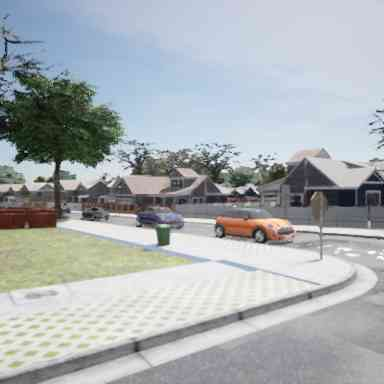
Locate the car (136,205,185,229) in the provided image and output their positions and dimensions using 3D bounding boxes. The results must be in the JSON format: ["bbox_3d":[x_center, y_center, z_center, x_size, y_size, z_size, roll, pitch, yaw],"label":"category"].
[{"bbox_3d":[-2.524,1.940,25.897,2.097,1.767,4.553,0,-1,-36],"label":"car"}]

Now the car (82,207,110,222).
[{"bbox_3d":[-10.730,2.436,36.887,1.837,1.490,4.892,0,-2,-37],"label":"car"}]

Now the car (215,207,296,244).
[{"bbox_3d":[3.287,1.681,17.923,2.097,1.767,4.553,0,-1,-36],"label":"car"}]

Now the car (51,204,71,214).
[{"bbox_3d":[-21.930,2.767,55.518,2.097,1.767,4.553,0,-1,-41],"label":"car"}]
